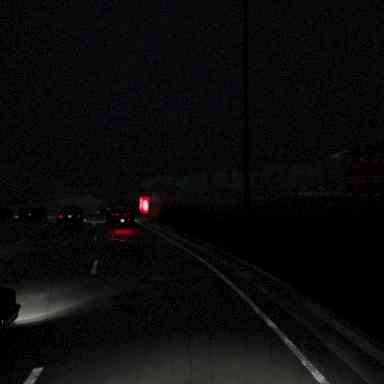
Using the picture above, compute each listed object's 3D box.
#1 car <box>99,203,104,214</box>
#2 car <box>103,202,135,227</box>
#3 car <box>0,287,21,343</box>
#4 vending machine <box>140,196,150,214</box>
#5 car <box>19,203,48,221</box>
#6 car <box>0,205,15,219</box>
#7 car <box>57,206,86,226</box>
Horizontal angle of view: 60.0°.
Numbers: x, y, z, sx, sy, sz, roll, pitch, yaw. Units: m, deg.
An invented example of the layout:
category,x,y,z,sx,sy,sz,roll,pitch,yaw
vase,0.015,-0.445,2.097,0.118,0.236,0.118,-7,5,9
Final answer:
category,x,y,z,sx,sy,sz,roll,pitch,yaw
car,-10.106,1.915,40.264,1.994,1.385,4.181,0,0,-17
car,-5.408,1.716,24.849,1.837,1.490,4.892,0,-1,-17
car,-3.493,1.591,2.895,2.033,1.411,5.357,0,0,-5
vending machine,-5.470,1.506,38.674,1.100,2.100,0.880,0,0,-17
car,-14.446,1.787,30.511,1.882,1.535,5.008,0,0,-17
car,-18.705,1.914,32.471,1.994,1.385,4.181,0,0,-17
car,-9.341,1.791,25.811,2.033,1.411,5.357,0,0,-17
